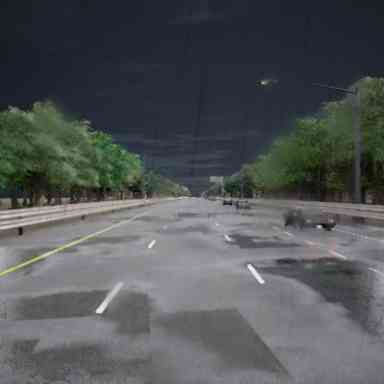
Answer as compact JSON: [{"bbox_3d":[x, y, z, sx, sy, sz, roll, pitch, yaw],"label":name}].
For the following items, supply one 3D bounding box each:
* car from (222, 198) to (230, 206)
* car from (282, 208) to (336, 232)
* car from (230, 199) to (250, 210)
[{"bbox_3d":[7.231,2.014,67.937,1.882,1.535,5.008,0,-1,0],"label":"car"},{"bbox_3d":[7.015,1.647,20.548,1.895,1.301,4.718,0,0,0],"label":"car"},{"bbox_3d":[7.108,1.765,47.592,2.128,1.511,4.902,0,-1,0],"label":"car"}]
